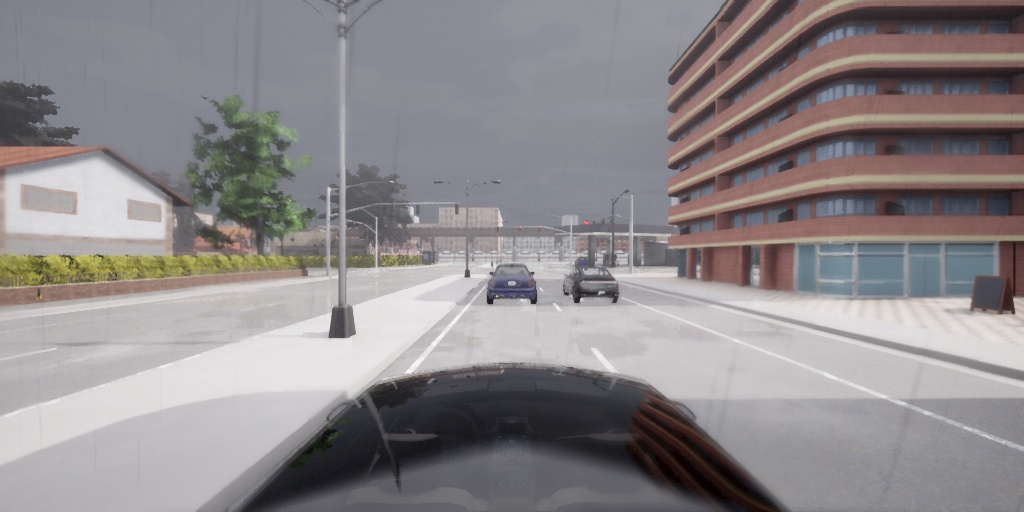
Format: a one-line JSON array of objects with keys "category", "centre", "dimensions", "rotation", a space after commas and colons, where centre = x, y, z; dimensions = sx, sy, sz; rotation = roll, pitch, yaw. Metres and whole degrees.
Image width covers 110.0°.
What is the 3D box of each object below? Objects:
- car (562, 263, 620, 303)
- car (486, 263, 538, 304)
[{"category": "car", "centre": [3.503, 1.242, 16.499], "dimensions": [2.128, 1.511, 4.902], "rotation": [0, 0, 0]}, {"category": "car", "centre": [0.000, 1.115, 16.470], "dimensions": [2.097, 1.767, 4.553], "rotation": [0, 0, 0]}]
